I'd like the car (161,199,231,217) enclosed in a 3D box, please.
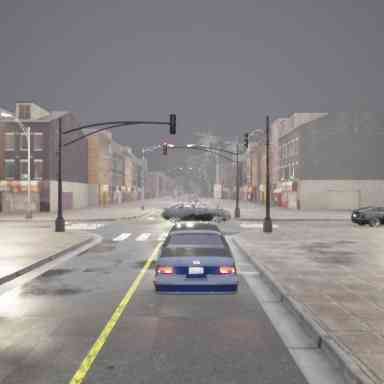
[{"bbox_3d":[0.272,1.493,23.553,4.902,1.511,2.128,0,0,0],"label":"car"}]

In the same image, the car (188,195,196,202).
[{"bbox_3d":[0.002,1.548,75.819,1.882,1.535,5.008,0,0,0],"label":"car"}]

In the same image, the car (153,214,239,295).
[{"bbox_3d":[0.080,1.549,8.885,2.033,1.411,5.357,0,0,0],"label":"car"}]

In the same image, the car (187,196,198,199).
[{"bbox_3d":[0.107,1.386,50.009,2.097,1.767,4.553,0,0,0],"label":"car"}]

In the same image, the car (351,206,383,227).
[{"bbox_3d":[12.351,1.522,21.002,4.313,1.339,1.947,0,0,0],"label":"car"}]
